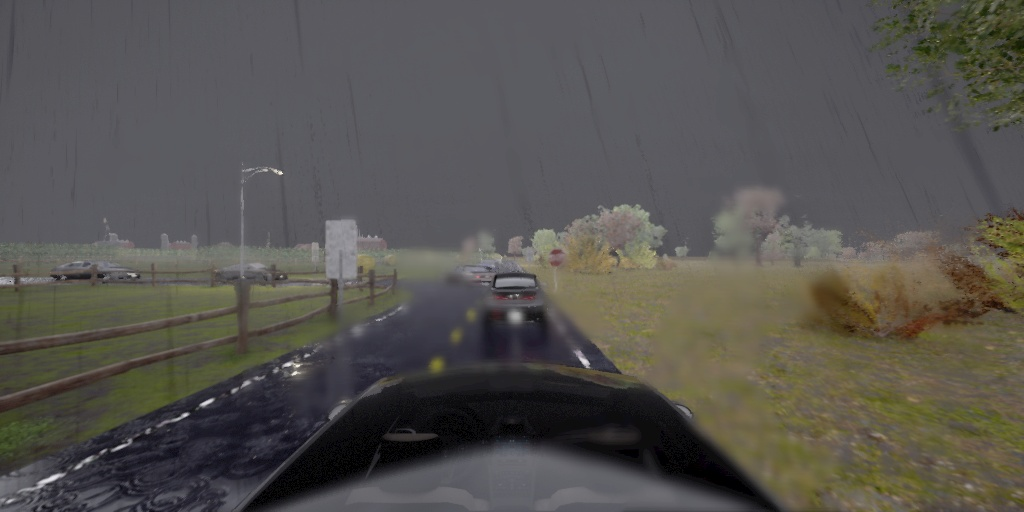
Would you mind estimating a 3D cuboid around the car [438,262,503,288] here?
[{"bbox_3d":[-3.044,1.297,23.913,2.033,1.411,5.357,0,0,-37],"label":"car"}]

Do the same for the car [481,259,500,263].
[{"bbox_3d":[-2.847,1.125,42.045,2.097,1.767,4.553,0,0,0],"label":"car"}]

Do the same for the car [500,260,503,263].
[{"bbox_3d":[-2.831,1.335,53.531,2.033,1.411,5.357,0,0,0],"label":"car"}]

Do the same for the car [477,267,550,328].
[{"bbox_3d":[0.095,1.255,11.328,1.837,1.490,4.892,0,0,0],"label":"car"}]

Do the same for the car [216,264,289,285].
[{"bbox_3d":[-17.888,1.224,24.737,4.181,1.385,1.994,0,1,0],"label":"car"}]

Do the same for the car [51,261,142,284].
[{"bbox_3d":[-28.412,1.078,24.626,4.902,1.511,2.128,1,1,-1],"label":"car"}]
